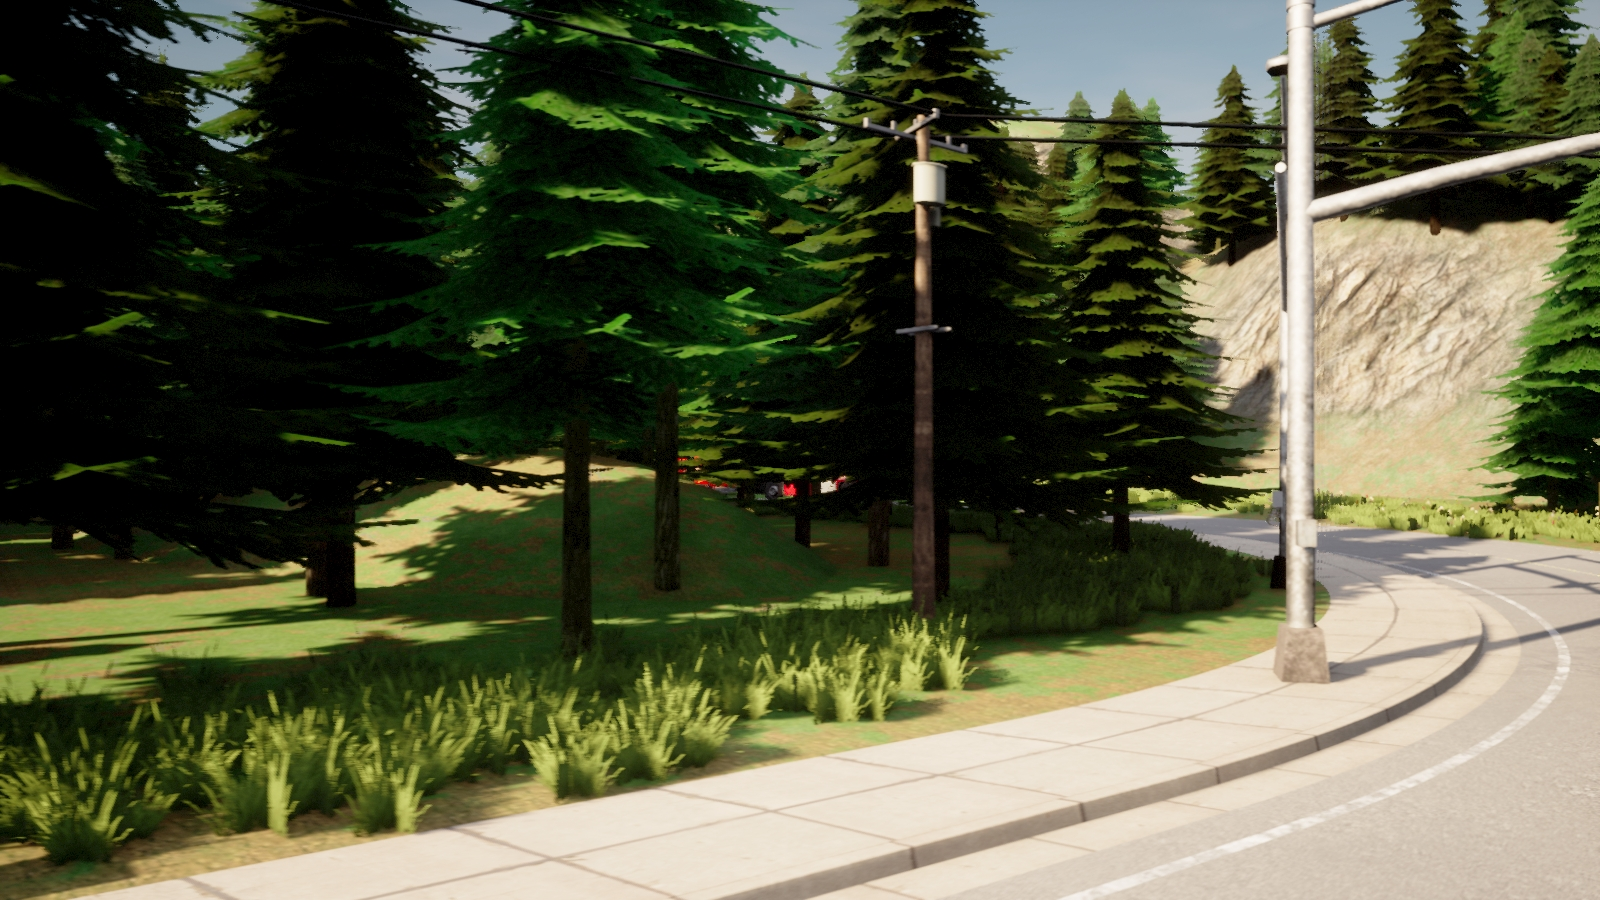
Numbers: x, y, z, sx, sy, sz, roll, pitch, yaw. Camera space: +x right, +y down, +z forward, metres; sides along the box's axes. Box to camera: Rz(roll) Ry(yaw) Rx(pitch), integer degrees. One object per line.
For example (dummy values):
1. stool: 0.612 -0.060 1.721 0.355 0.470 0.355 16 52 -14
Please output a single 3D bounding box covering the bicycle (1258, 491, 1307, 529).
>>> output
1. bicycle: 17.194 2.130 40.744 0.859 1.276 1.487 0 0 -20
